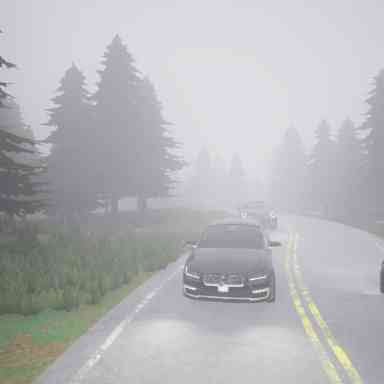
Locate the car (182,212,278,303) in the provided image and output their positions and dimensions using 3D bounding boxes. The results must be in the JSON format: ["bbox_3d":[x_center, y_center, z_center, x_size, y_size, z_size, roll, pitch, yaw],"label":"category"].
[{"bbox_3d":[1.080,1.496,8.400,1.837,1.490,4.892,-1,0,12],"label":"car"}]

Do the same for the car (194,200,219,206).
[{"bbox_3d":[1.860,1.799,44.849,1.812,1.442,4.674,3,-5,-35],"label":"car"}]

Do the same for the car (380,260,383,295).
[{"bbox_3d":[4.487,1.309,4.635,2.097,1.767,4.553,-1,0,8],"label":"car"}]

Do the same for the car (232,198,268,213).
[{"bbox_3d":[6.156,1.411,35.729,1.837,1.490,4.892,2,-1,-16],"label":"car"}]

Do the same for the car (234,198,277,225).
[{"bbox_3d":[3.849,1.271,20.357,2.097,1.767,4.553,-1,0,5],"label":"car"}]
